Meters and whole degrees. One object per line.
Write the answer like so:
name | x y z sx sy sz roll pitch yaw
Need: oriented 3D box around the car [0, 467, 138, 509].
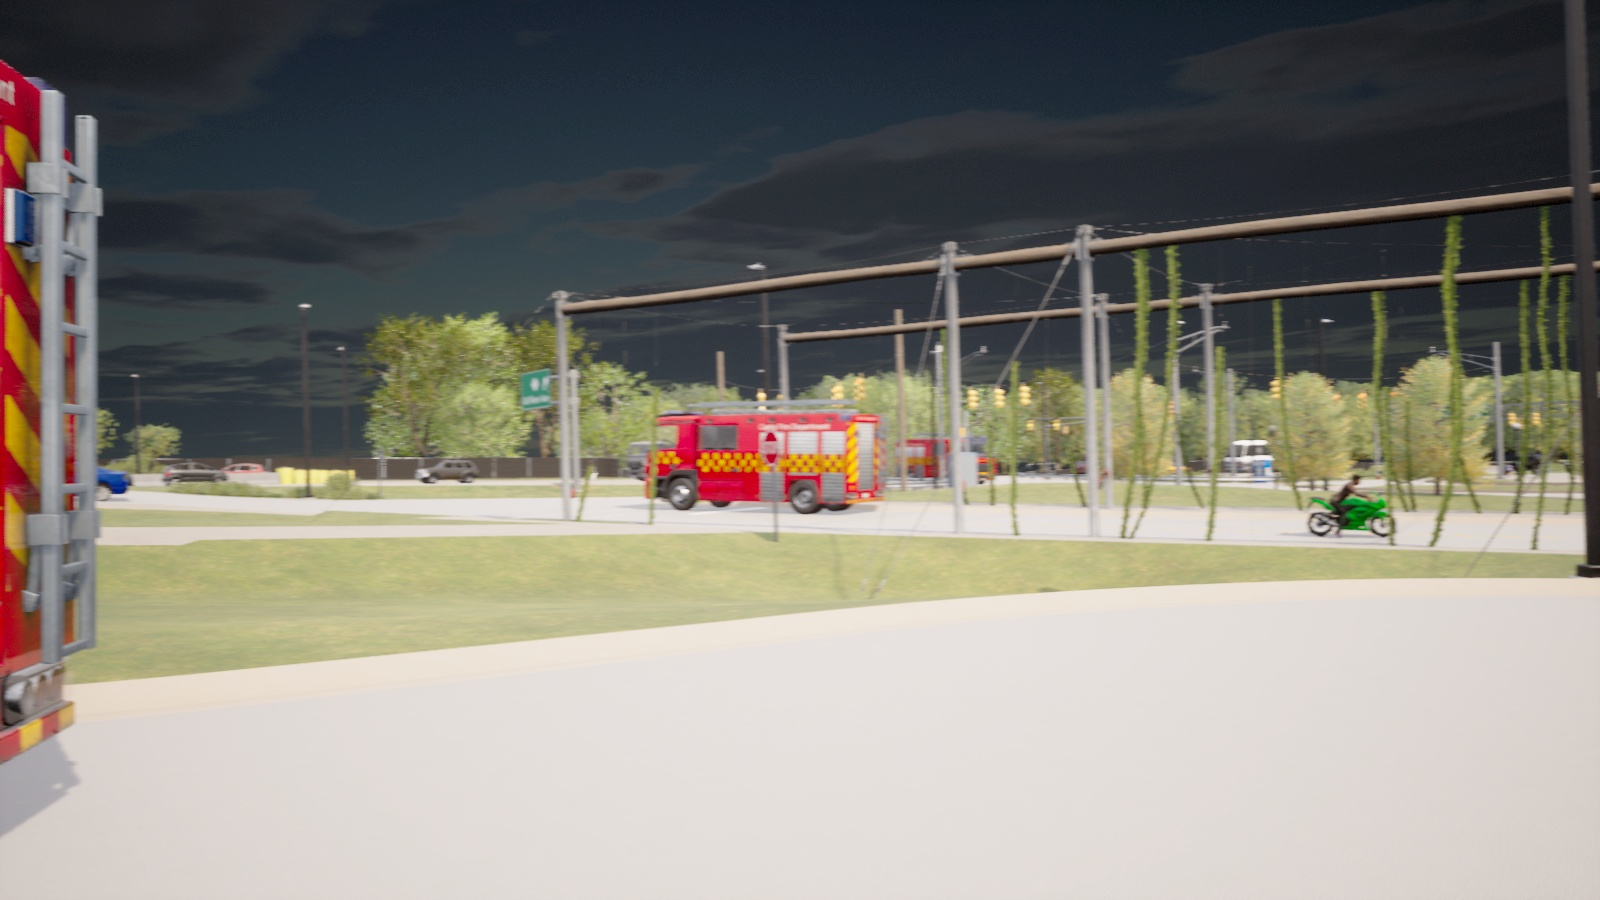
car | -28.147 1.407 47.755 5.008 1.535 1.882 1 -1 -37

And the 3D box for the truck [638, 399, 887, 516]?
truck | -1.403 0.252 44.236 8.468 3.827 2.891 0 0 30

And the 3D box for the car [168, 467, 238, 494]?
car | -36.931 1.889 77.681 3.705 1.549 1.789 0 -2 -34

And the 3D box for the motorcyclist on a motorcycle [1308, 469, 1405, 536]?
motorcyclist on a motorcycle | 13.306 1.240 30.036 2.044 1.523 0.797 -1 0 30

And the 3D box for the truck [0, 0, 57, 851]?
truck | -7.468 -0.150 3.811 8.468 3.827 2.891 -1 0 -11

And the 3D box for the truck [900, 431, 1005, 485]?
truck | 11.217 0.570 93.185 2.891 3.827 8.468 0 0 -34
